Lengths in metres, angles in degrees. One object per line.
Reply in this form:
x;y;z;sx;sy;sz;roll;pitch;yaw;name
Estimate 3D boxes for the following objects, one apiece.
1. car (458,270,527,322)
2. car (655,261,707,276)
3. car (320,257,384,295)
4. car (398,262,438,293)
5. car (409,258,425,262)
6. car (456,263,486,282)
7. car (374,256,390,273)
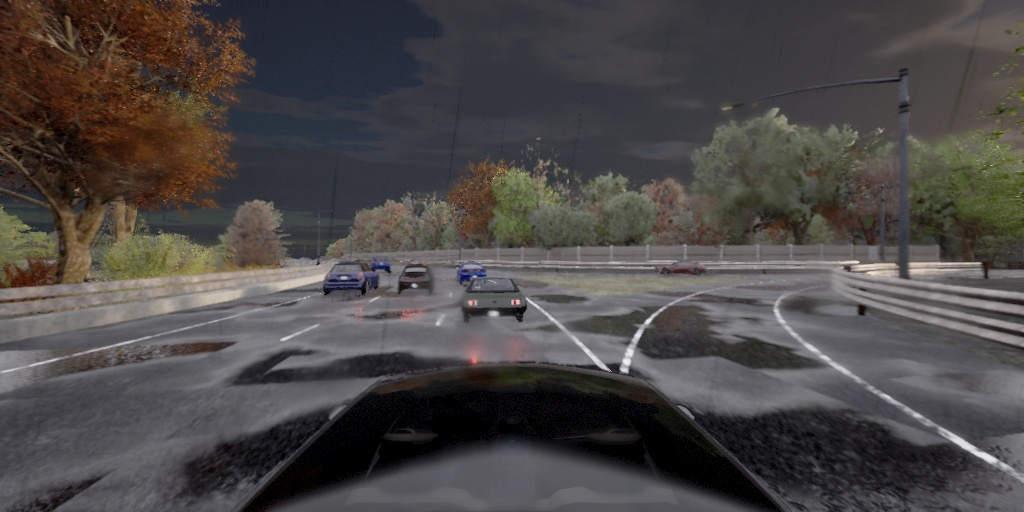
-0.714;1.352;12.351;1.895;1.301;4.718;0;0;-6;car
16.505;1.217;35.134;4.674;1.442;1.812;0;0;12;car
-8.892;1.129;20.230;2.097;1.767;4.553;0;0;-11;car
-5.410;1.270;20.696;1.837;1.490;4.892;0;0;-11;car
-11.054;1.273;40.824;2.128;1.511;4.902;0;0;-21;car
-3.070;1.234;26.736;1.882;1.535;5.008;0;0;-12;car
-16.561;1.020;44.897;2.150;2.045;5.566;0;0;-24;car
